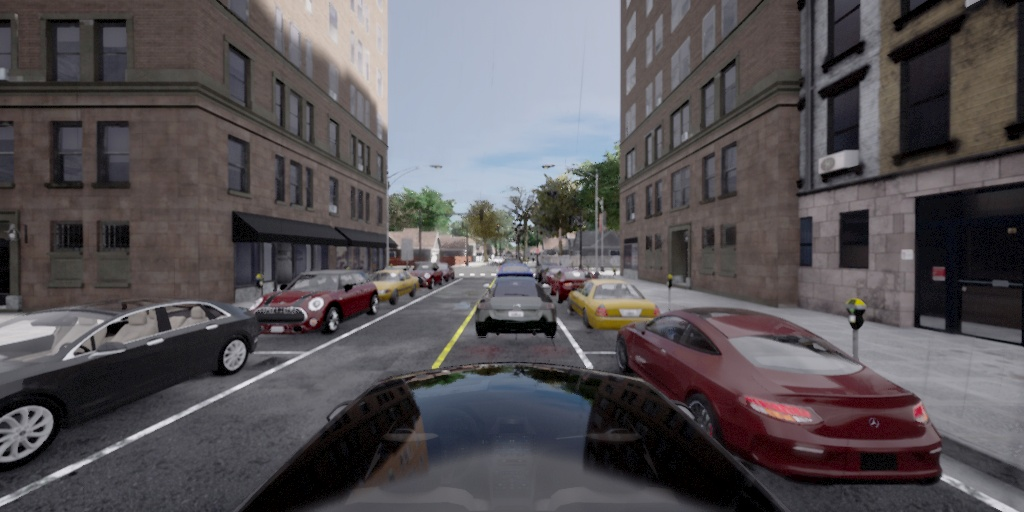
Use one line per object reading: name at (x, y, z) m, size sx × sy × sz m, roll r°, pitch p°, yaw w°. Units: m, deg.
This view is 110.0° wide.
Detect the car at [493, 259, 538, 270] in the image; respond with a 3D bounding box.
car at (0.131, 1.126, 19.076) m, size 1.882 × 1.535 × 5.008 m, roll 0°, pitch 0°, yaw -1°

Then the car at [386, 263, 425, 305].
car at (-5.347, 1.193, 15.541) m, size 1.751 × 1.417 × 4.829 m, roll 0°, pitch 0°, yaw 0°

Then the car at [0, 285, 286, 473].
car at (-5.381, 1.283, 4.674) m, size 2.007 × 1.370 × 4.403 m, roll 0°, pitch 0°, yaw 0°

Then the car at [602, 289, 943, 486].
car at (2.644, 1.314, 4.652) m, size 1.802 × 1.307 × 4.207 m, roll 0°, pitch 0°, yaw 0°

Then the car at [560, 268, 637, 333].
car at (2.661, 1.225, 10.341) m, size 1.751 × 1.417 × 4.829 m, roll 0°, pitch 0°, yaw 0°

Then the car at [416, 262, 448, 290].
car at (-5.329, 1.076, 21.230) m, size 1.967 × 1.591 × 4.097 m, roll 0°, pitch 0°, yaw 0°

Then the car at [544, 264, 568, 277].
car at (2.678, 1.213, 15.688) m, size 1.888 × 1.381 × 4.507 m, roll 0°, pitch 0°, yaw 0°

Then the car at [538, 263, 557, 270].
car at (2.696, 1.218, 21.206) m, size 1.802 × 1.307 × 4.207 m, roll 0°, pitch 0°, yaw 0°

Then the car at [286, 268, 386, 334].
car at (-5.364, 1.139, 10.192) m, size 1.967 × 1.591 × 4.097 m, roll 0°, pitch 0°, yaw 0°

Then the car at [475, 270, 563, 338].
car at (0.116, 1.264, 10.072) m, size 1.994 × 1.385 × 4.181 m, roll 0°, pitch 0°, yaw 1°

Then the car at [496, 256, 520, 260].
car at (0.083, 0.948, 28.300) m, size 2.097 × 1.767 × 4.553 m, roll 0°, pitch 0°, yaw 0°

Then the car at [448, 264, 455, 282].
car at (-5.312, 1.187, 26.749) m, size 1.802 × 1.307 × 4.207 m, roll 0°, pitch 0°, yaw 0°
